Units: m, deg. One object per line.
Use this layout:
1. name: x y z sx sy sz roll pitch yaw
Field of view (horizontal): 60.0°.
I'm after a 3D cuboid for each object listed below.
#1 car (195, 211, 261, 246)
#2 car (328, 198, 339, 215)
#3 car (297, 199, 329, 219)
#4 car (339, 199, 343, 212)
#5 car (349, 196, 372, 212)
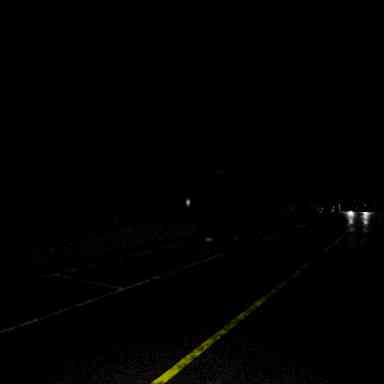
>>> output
1. car: 1.827 1.566 15.385 1.947 1.339 4.313 0 0 32
2. car: 13.491 1.567 34.156 1.947 1.339 4.313 0 0 32
3. car: 10.575 1.582 29.464 1.802 1.307 4.206 0 0 32
4. car: 16.407 1.441 38.849 1.967 1.590 4.097 0 0 32
5. car: 19.791 1.527 39.268 1.812 1.442 4.674 0 0 32
